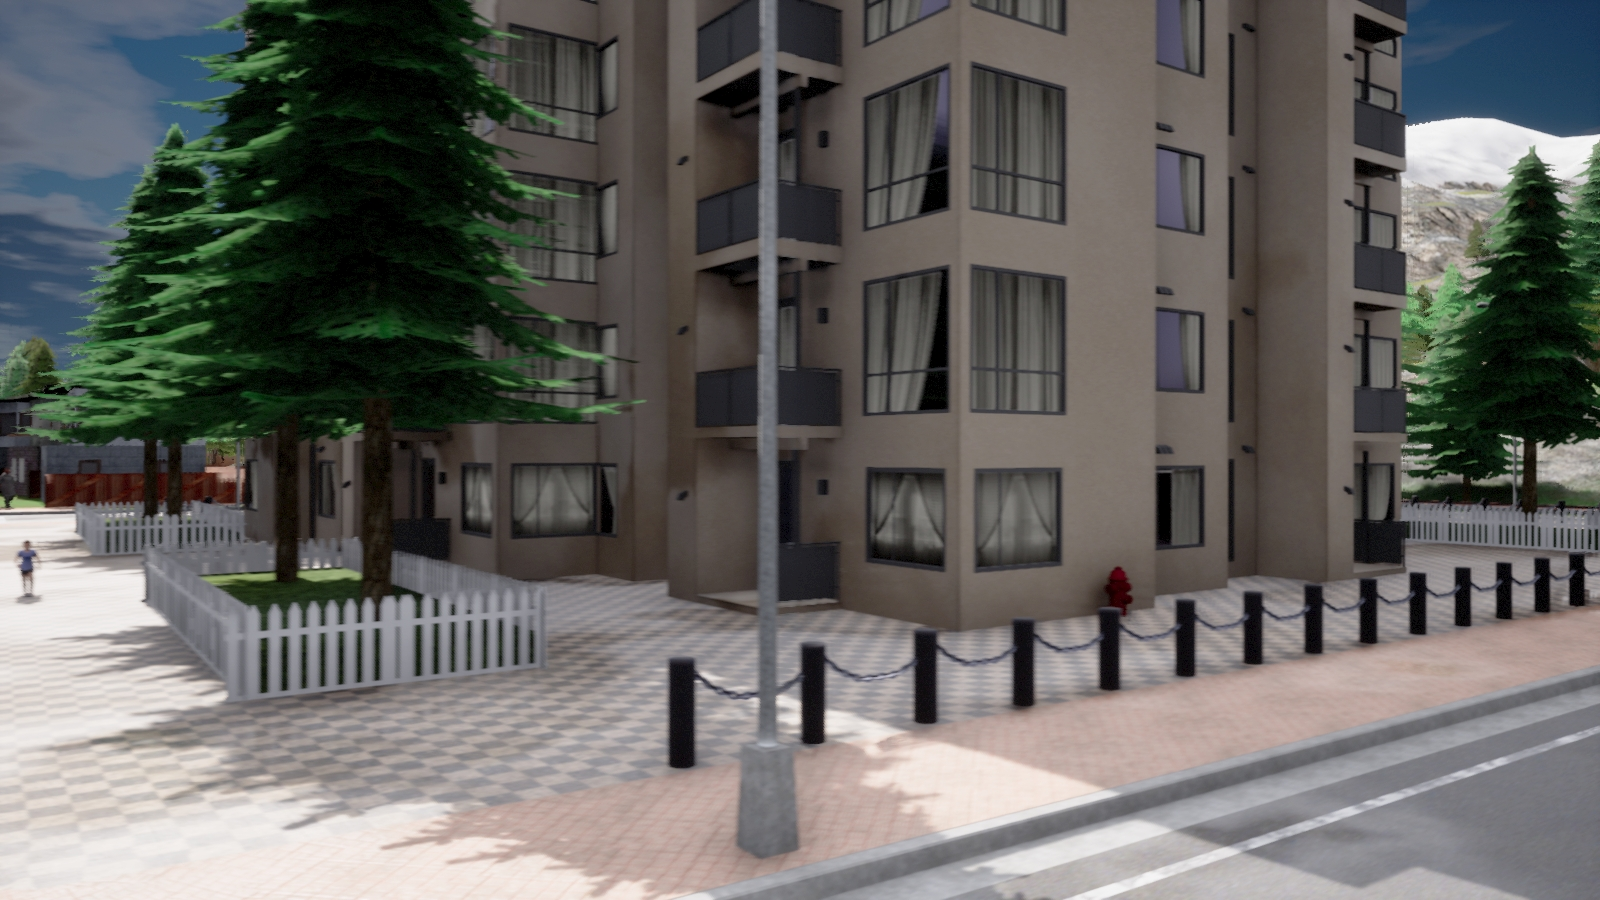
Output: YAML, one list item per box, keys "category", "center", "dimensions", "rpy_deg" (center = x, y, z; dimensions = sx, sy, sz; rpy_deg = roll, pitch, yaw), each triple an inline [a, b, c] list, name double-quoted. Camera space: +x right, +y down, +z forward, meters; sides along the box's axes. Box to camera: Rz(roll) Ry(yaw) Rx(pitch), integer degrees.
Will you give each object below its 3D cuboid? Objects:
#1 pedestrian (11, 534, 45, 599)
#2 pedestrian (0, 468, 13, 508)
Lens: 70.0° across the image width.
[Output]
- category: "pedestrian"
  center: [-13.961, 2.098, 20.665]
  dimensions: [0.500, 1.100, 0.500]
  rpy_deg: [0, 0, -32]
- category: "pedestrian"
  center: [-36.713, 1.745, 52.884]
  dimensions: [0.375, 1.860, 0.375]
  rpy_deg: [0, 0, 29]
